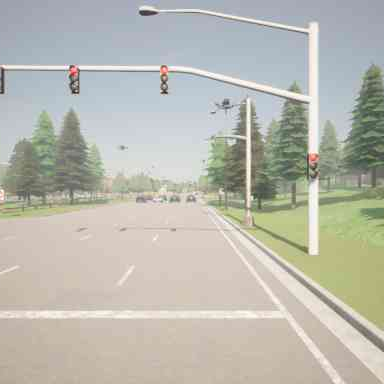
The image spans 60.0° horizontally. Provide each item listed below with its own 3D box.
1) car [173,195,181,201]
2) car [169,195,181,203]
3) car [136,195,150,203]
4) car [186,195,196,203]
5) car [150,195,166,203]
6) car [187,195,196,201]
[{"bbox_3d":[-3.661,1.356,80.775,1.812,1.442,4.674,0,0,0],"label":"car"},{"bbox_3d":[-3.641,1.347,70.742,2.097,1.767,4.553,0,0,0],"label":"car"},{"bbox_3d":[-10.640,1.492,70.341,1.837,1.490,4.892,0,0,0],"label":"car"},{"bbox_3d":[-0.141,1.346,70.716,2.097,1.767,4.553,0,0,0],"label":"car"},{"bbox_3d":[-7.141,1.587,70.795,1.895,1.301,4.718,0,0,0],"label":"car"},{"bbox_3d":[-0.161,1.385,80.782,1.994,1.385,4.181,0,0,0],"label":"car"}]
